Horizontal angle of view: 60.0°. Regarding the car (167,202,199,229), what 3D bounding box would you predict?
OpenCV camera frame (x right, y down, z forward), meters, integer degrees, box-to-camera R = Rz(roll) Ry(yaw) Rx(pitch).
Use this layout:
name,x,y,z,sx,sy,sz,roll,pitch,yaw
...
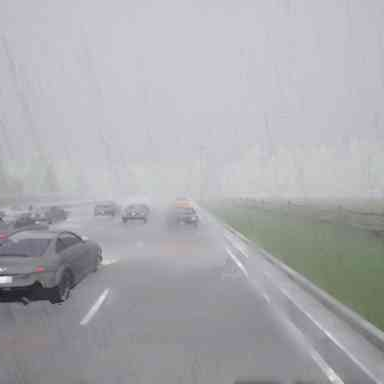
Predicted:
name,x,y,z,sx,sy,sz,roll,pitch,yaw
car,-0.619,1.605,21.745,1.895,1.301,4.718,-1,0,-2

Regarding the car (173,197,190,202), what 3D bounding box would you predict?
name,x,y,z,sx,sy,sz,roll,pitch,yaw
car,-1.323,1.362,41.284,2.097,1.767,4.553,-1,0,-2

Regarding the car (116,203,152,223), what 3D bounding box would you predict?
name,x,y,z,sx,sy,sz,roll,pitch,yaw
car,-4.277,1.614,26.262,2.033,1.411,5.357,-1,0,-2

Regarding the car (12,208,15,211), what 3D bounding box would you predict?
name,x,y,z,sx,sy,sz,roll,pitch,yaw
car,-14.930,1.853,30.375,1.895,1.301,4.718,-1,0,-2

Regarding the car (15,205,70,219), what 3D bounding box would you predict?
name,x,y,z,sx,sy,sz,roll,pitch,yaw
car,-11.271,1.737,26.021,2.033,1.411,5.357,-1,0,-2

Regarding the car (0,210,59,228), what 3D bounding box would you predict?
name,x,y,z,sx,sy,sz,roll,pitch,yaw
car,-7.321,1.688,13.543,1.994,1.385,4.181,-1,0,-2

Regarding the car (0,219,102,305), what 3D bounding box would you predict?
name,x,y,z,sx,sy,sz,roll,pitch,yaw
car,-3.629,1.625,8.276,1.994,1.385,4.181,-1,0,-2

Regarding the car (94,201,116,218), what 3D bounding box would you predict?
name,x,y,z,sx,sy,sz,roll,pitch,yaw
car,-7.977,1.621,31.722,2.128,1.511,4.902,-1,0,-2
